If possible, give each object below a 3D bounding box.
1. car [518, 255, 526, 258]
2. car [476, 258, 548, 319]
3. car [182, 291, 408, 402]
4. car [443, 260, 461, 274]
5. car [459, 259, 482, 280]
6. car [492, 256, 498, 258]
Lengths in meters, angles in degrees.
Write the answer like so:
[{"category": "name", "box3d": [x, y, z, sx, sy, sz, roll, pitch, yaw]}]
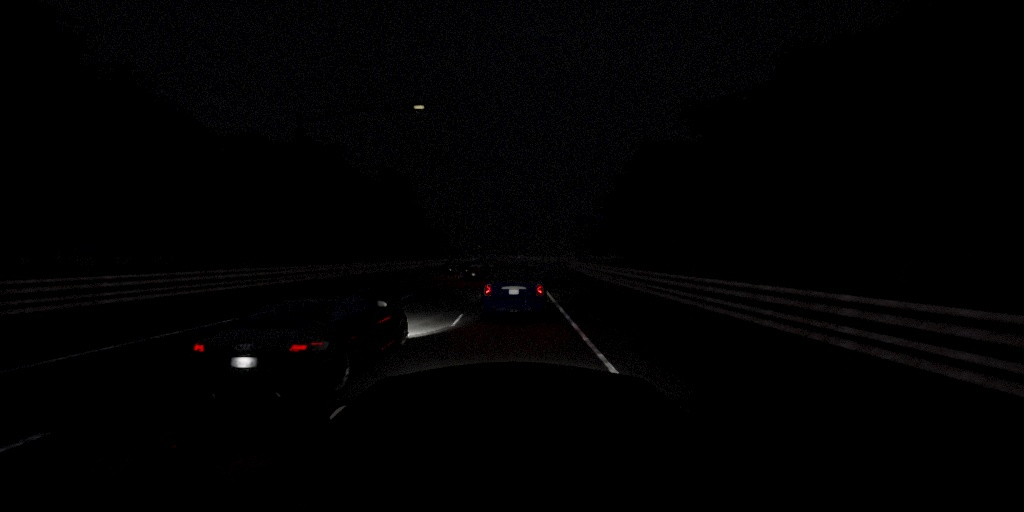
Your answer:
[{"category": "car", "box3d": [1.754, 1.105, 62.839, 2.128, 1.511, 4.902, 0, 0, 2]}, {"category": "car", "box3d": [0.083, 1.096, 12.930, 2.097, 1.767, 4.553, 0, 0, 1]}, {"category": "car", "box3d": [-3.372, 1.310, 6.532, 1.994, 1.385, 4.181, 0, 0, 0]}, {"category": "car", "box3d": [-6.182, 1.185, 39.040, 2.128, 1.511, 4.902, 0, 0, 2]}, {"category": "car", "box3d": [-2.947, 1.245, 30.370, 1.812, 1.442, 4.674, 0, 0, 2]}, {"category": "car", "box3d": [-1.814, 1.102, 59.057, 1.882, 1.535, 5.008, 0, 0, 2]}]
